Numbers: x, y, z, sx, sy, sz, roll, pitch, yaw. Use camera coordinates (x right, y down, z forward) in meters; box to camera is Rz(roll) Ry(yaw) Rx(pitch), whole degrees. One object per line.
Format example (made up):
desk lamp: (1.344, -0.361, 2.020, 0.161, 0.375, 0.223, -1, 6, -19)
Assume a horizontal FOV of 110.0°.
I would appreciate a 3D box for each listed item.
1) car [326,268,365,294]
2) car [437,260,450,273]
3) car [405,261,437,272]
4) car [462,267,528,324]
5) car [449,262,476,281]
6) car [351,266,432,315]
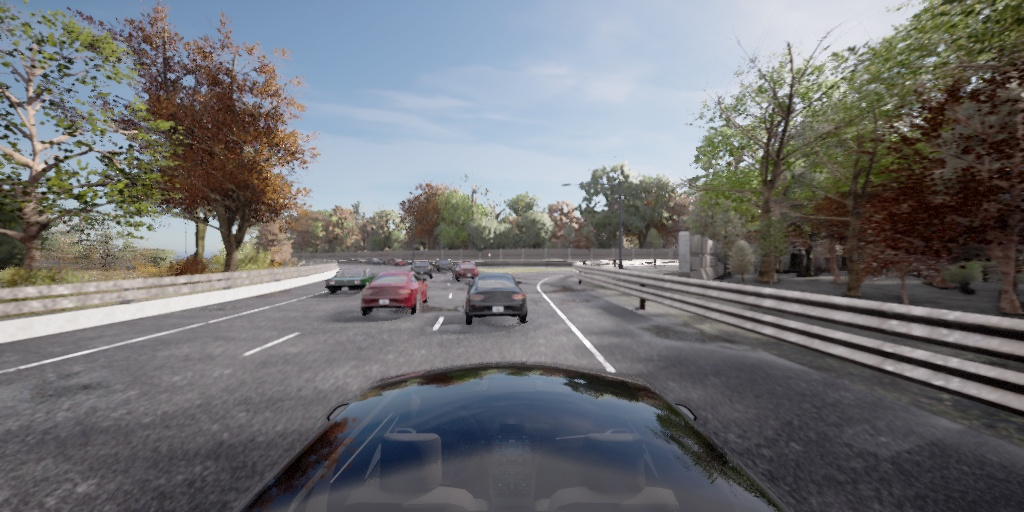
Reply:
car: (-8.801, 1.356, 20.290, 1.895, 1.301, 4.718, 0, 0, -10)
car: (-8.422, 1.216, 43.392, 2.128, 1.511, 4.902, 0, 0, -22)
car: (-8.548, 1.229, 33.456, 2.128, 1.511, 4.902, 0, 0, -18)
car: (-0.599, 1.265, 11.941, 1.812, 1.442, 4.674, 0, 0, -6)
car: (-3.800, 1.253, 29.285, 1.812, 1.442, 4.674, 0, 0, -14)
car: (-4.297, 1.275, 13.590, 1.812, 1.442, 4.674, 0, 0, -7)
